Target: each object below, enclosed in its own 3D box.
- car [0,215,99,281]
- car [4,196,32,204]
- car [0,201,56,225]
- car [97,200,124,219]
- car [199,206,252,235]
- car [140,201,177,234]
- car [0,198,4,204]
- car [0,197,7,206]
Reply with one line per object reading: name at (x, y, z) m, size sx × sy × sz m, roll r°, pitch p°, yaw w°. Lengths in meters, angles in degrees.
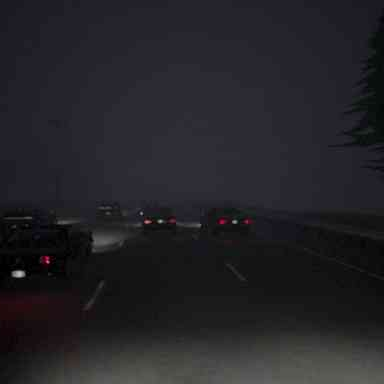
car at (-4.231, 1.599, 9.868) m, size 1.895 × 1.301 × 4.718 m, roll 0°, pitch 0°, yaw -6°
car at (-24.088, 1.619, 46.750) m, size 1.895 × 1.301 × 4.718 m, roll 0°, pitch 0°, yaw -8°
car at (-8.981, 1.495, 18.652) m, size 2.128 × 1.511 × 4.902 m, roll 0°, pitch 0°, yaw -8°
car at (-6.903, 1.453, 28.314) m, size 2.128 × 1.511 × 4.902 m, roll 0°, pitch 0°, yaw -9°
car at (1.692, 1.483, 18.402) m, size 2.033 × 1.411 × 5.357 m, roll 0°, pitch 0°, yaw -8°
car at (-1.942, 1.504, 19.029) m, size 2.033 × 1.411 × 5.357 m, roll 0°, pitch 0°, yaw -8°
car at (-27.649, 1.566, 46.901) m, size 1.812 × 1.442 × 4.674 m, roll 0°, pitch 0°, yaw -8°
car at (-32.231, 1.597, 53.914) m, size 2.033 × 1.411 × 5.357 m, roll 0°, pitch 0°, yaw -8°
